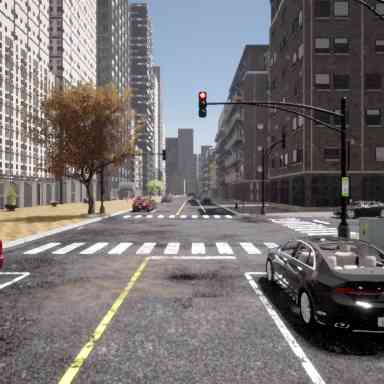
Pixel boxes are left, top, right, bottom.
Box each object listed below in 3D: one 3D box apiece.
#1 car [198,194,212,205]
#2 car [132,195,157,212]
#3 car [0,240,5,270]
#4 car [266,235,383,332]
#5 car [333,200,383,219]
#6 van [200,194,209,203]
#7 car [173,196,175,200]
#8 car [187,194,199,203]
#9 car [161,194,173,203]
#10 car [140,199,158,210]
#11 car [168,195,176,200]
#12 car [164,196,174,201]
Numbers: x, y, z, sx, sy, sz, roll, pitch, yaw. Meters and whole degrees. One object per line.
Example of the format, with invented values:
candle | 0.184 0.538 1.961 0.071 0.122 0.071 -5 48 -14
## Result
car | 2.673 1.610 61.231 1.947 1.339 4.313 0 0 0
car | -5.702 1.336 39.138 2.192 1.841 5.009 0 0 0
car | -5.692 1.545 6.750 1.887 1.381 4.507 0 0 0
car | 2.688 1.551 6.752 2.008 1.369 4.403 0 0 0
car | 13.419 1.350 26.161 4.403 1.369 2.008 -1 1 -1
van | 2.669 1.401 72.278 1.690 1.788 3.998 0 0 0
car | -5.713 1.385 77.798 2.192 1.841 5.009 0 0 0
car | -0.020 1.656 68.907 1.895 1.301 4.718 0 0 0
car | -5.712 1.626 72.276 1.947 1.339 4.313 0 0 0
car | -5.704 1.592 44.661 1.947 1.339 4.313 0 0 0
car | -5.718 1.653 94.367 2.008 1.369 4.403 0 0 0
car | -5.715 1.631 83.321 2.008 1.369 4.403 0 0 0
